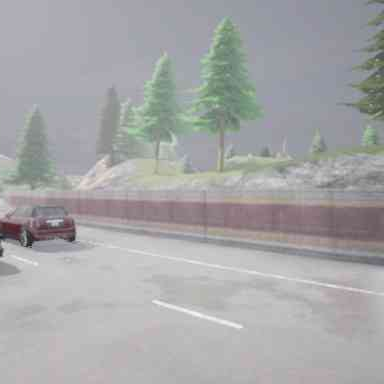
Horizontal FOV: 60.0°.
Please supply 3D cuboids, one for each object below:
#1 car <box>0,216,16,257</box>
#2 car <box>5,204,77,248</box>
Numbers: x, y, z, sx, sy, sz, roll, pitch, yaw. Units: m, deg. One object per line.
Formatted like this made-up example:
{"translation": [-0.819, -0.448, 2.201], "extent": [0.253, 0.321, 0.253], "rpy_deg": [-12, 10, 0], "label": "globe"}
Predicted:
{"translation": [-8.016, 1.534, 11.062], "extent": [5.357, 1.411, 2.033], "rpy_deg": [0, 0, 43], "label": "car"}
{"translation": [-7.169, 1.339, 15.127], "extent": [4.553, 1.767, 2.097], "rpy_deg": [0, 0, 44], "label": "car"}
